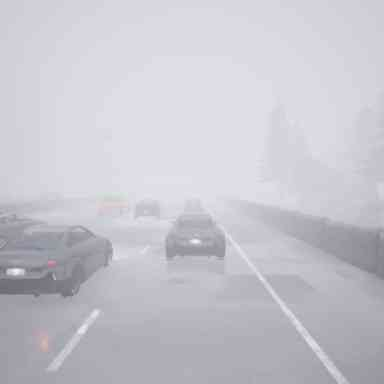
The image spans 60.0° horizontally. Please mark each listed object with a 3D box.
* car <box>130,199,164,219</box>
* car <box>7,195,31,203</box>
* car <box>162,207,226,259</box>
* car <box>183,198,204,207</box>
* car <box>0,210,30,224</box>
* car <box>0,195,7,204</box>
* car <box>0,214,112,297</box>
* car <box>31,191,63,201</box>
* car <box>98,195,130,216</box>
[{"bbox_3d":[-3.385,1.260,26.875,1.882,1.535,5.008,0,0,0],"label":"car"},{"bbox_3d":[-24.482,1.194,48.447,1.994,1.385,4.181,0,0,1],"label":"car"},{"bbox_3d":[0.107,1.465,12.155,1.994,1.385,4.181,0,0,0],"label":"car"},{"bbox_3d":[0.117,1.298,30.868,2.033,1.411,5.357,0,0,0],"label":"car"},{"bbox_3d":[-6.893,1.395,11.935,2.128,1.511,4.902,0,0,0],"label":"car"},{"bbox_3d":[-27.988,1.108,48.111,1.882,1.535,5.008,0,0,0],"label":"car"},{"bbox_3d":[-3.395,1.495,8.426,1.994,1.385,4.181,0,0,0],"label":"car"},{"bbox_3d":[-20.973,0.848,49.149,2.150,2.045,5.566,0,0,0],"label":"car"},{"bbox_3d":[-6.883,1.111,29.868,2.097,1.767,4.553,0,0,0],"label":"car"}]
